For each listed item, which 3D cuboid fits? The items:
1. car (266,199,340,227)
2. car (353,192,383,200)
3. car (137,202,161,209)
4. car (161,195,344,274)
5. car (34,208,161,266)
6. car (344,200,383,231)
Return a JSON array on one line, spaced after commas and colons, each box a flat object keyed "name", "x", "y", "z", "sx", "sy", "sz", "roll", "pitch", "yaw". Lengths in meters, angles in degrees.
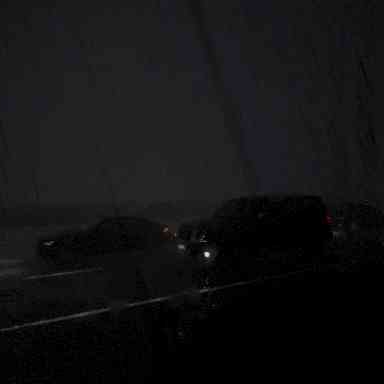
[{"name": "car", "x": 7.330, "y": 1.312, "z": 21.884, "sx": 4.892, "sy": 1.490, "sz": 1.837, "roll": -1, "pitch": 0, "yaw": -30}, {"name": "car", "x": 20.050, "y": 0.902, "z": 37.418, "sx": 4.553, "sy": 1.767, "sz": 2.097, "roll": -1, "pitch": 0, "yaw": -30}, {"name": "car", "x": -2.882, "y": 1.493, "z": 24.009, "sx": 4.674, "sy": 1.442, "sz": 1.812, "roll": -1, "pitch": 0, "yaw": -30}, {"name": "car", "x": 2.074, "y": 1.150, "z": 10.690, "sx": 5.566, "sy": 2.045, "sz": 2.150, "roll": -1, "pitch": 0, "yaw": -31}, {"name": "car", "x": -2.993, "y": 1.533, "z": 11.765, "sx": 4.674, "sy": 1.442, "sz": 1.812, "roll": -1, "pitch": 0, "yaw": -30}, {"name": "car", "x": 9.006, "y": 1.353, "z": 18.809, "sx": 4.181, "sy": 1.385, "sz": 1.994, "roll": -1, "pitch": 0, "yaw": -30}]
